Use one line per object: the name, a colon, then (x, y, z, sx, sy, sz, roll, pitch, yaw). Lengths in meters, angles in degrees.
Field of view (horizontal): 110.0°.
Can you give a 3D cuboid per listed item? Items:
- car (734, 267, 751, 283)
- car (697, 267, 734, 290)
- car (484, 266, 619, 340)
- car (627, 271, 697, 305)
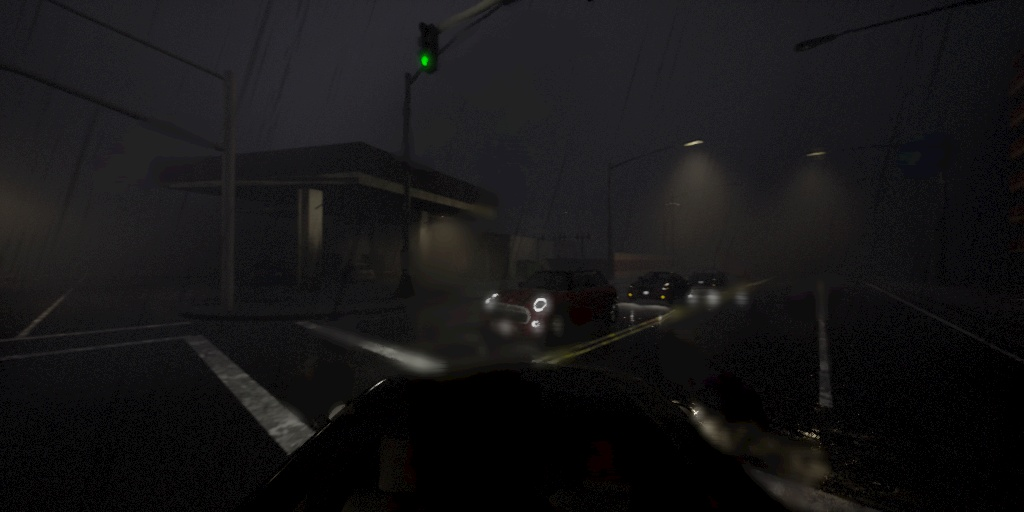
car: (20.295, 1.667, 32.533, 1.895, 1.301, 4.718, 0, 0, 41)
car: (13.599, 1.541, 24.747, 1.994, 1.385, 4.181, 0, 0, 41)
car: (1.306, 1.166, 10.430, 2.097, 1.767, 4.553, 0, 0, 41)
car: (7.166, 1.456, 17.268, 1.994, 1.385, 4.181, 0, 0, 40)
